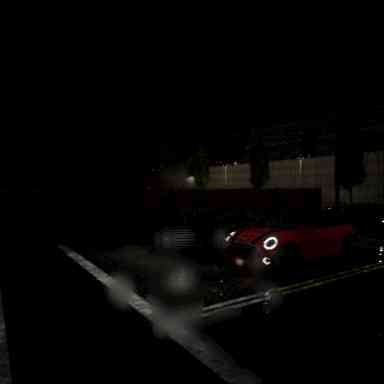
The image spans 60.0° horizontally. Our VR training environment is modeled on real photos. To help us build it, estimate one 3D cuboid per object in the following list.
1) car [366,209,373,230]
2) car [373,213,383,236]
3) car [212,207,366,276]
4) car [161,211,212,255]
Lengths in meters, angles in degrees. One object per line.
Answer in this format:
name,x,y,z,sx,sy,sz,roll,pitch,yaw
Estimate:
car,8.948,1.530,18.898,4.181,1.385,1.994,0,0,-35
car,11.170,1.317,16.184,4.553,1.767,2.097,0,0,-35
car,3.149,1.335,10.469,4.553,1.767,2.097,0,0,-35
car,1.086,1.491,13.292,4.892,1.490,1.837,0,0,-35
